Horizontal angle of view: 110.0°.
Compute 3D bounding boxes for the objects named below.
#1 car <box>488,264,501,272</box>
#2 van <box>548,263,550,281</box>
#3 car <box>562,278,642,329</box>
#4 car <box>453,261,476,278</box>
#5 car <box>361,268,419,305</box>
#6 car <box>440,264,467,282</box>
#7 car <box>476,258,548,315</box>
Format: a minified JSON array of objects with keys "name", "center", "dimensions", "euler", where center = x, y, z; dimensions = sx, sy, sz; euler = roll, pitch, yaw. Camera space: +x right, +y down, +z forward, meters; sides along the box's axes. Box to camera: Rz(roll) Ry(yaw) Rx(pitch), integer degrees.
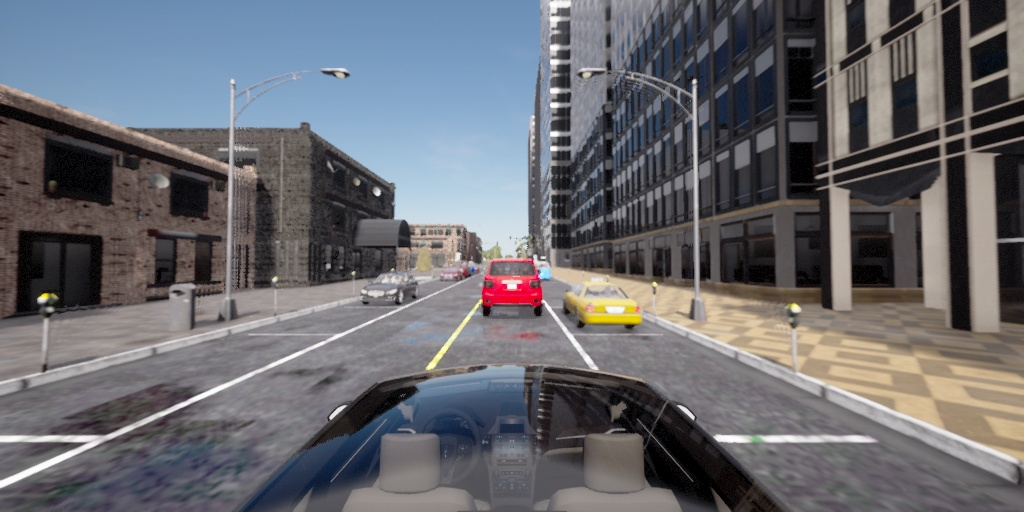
[{"name":"car","center":[-2.999,2.000,61.669],"dimensions":[1.895,1.301,4.718],"euler":[0,-1,0]},{"name":"van","center":[2.668,1.439,33.990],"dimensions":[1.690,1.789,3.998],"euler":[0,0,0]},{"name":"car","center":[2.661,1.380,11.585],"dimensions":[1.751,1.417,4.829],"euler":[0,0,0]},{"name":"car","center":[-5.678,1.475,39.691],"dimensions":[2.192,1.841,5.009],"euler":[0,0,0]},{"name":"car","center":[-5.685,1.466,17.116],"dimensions":[2.007,1.370,4.403],"euler":[0,0,0]},{"name":"car","center":[-5.680,1.681,34.047],"dimensions":[1.802,1.307,4.207],"euler":[0,0,0]},{"name":"car","center":[0.014,1.112,14.444],"dimensions":[2.150,2.045,5.566],"euler":[0,0,0]}]
